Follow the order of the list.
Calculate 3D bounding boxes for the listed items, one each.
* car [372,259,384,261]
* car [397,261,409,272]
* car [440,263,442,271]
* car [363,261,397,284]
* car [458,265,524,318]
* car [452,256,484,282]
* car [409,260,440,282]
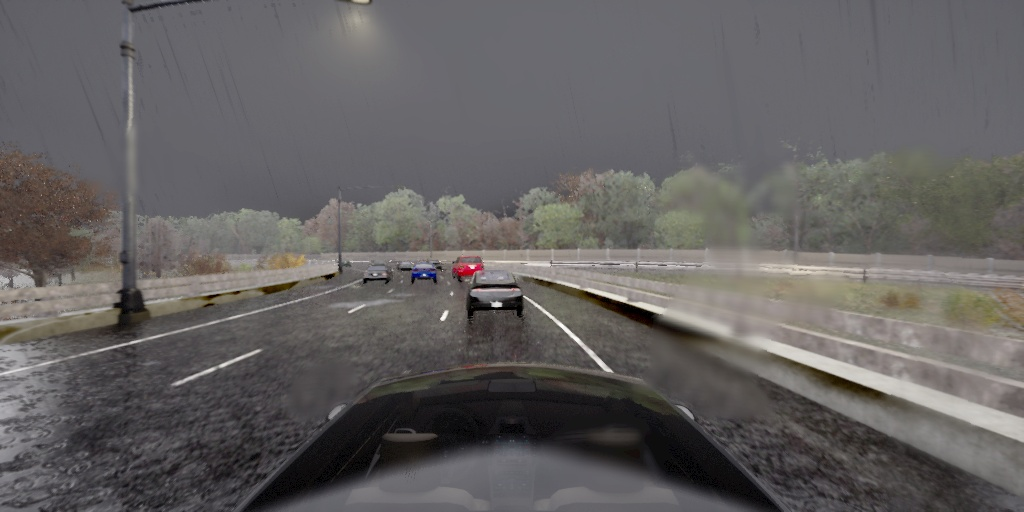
[{"bbox_3d":[-18.274,1.208,48.753,2.097,1.767,4.553,0,0,-26],"label":"car"},{"bbox_3d":[-14.834,1.401,49.683,1.994,1.385,4.181,0,0,-26],"label":"car"},{"bbox_3d":[-11.162,1.319,50.128,1.837,1.490,4.892,0,0,-25],"label":"car"},{"bbox_3d":[-10.297,1.357,27.715,2.033,1.411,5.357,0,0,-15],"label":"car"},{"bbox_3d":[-0.722,1.255,13.133,2.128,1.511,4.902,0,0,-6],"label":"car"},{"bbox_3d":[-3.684,0.993,29.830,2.150,2.045,5.566,0,0,-15],"label":"car"},{"bbox_3d":[-7.218,1.270,29.400,1.882,1.535,5.008,0,0,-14],"label":"car"}]
